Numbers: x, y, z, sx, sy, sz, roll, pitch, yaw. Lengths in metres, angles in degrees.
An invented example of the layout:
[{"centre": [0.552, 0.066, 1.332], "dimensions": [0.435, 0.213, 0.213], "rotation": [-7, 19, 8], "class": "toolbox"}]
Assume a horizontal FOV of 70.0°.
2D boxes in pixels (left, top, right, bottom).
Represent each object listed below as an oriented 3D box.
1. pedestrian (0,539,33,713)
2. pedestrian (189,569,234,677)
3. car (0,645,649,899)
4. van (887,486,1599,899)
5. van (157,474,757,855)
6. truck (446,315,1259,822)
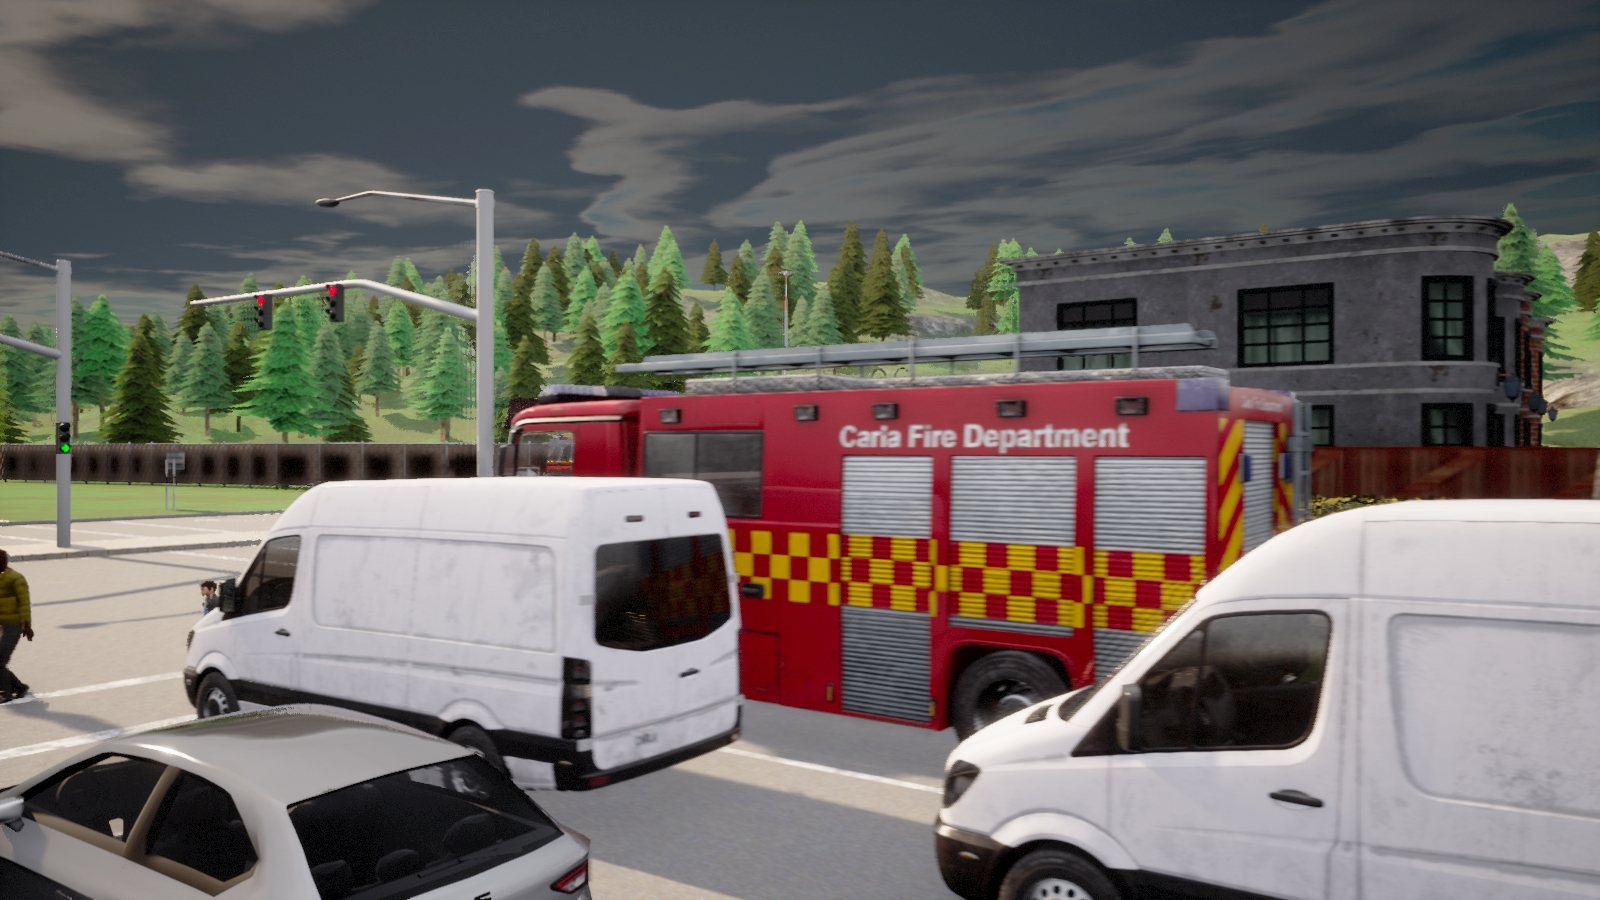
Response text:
[{"centre": [-8.823, 1.940, 12.710], "dimensions": [0.375, 1.860, 0.375], "rotation": [0, 0, 34], "class": "pedestrian"}, {"centre": [-7.512, 2.194, 14.588], "dimensions": [0.375, 1.300, 0.375], "rotation": [0, 0, 36], "class": "pedestrian"}, {"centre": [-2.950, 2.066, 5.853], "dimensions": [4.193, 1.474, 1.816], "rotation": [0, 0, 35], "class": "car"}, {"centre": [3.485, 1.534, 5.612], "dimensions": [5.915, 2.561, 1.988], "rotation": [0, 0, 35], "class": "van"}, {"centre": [-3.358, 1.532, 10.405], "dimensions": [5.915, 2.561, 1.988], "rotation": [0, 0, 35], "class": "van"}, {"centre": [0.119, 0.891, 12.243], "dimensions": [8.468, 3.827, 2.891], "rotation": [0, 0, 35], "class": "truck"}]
